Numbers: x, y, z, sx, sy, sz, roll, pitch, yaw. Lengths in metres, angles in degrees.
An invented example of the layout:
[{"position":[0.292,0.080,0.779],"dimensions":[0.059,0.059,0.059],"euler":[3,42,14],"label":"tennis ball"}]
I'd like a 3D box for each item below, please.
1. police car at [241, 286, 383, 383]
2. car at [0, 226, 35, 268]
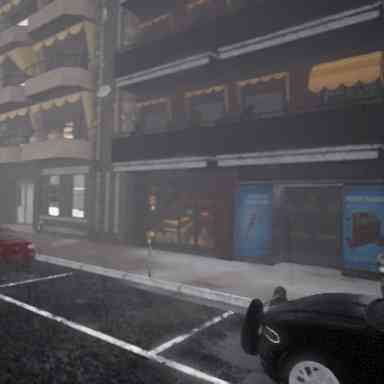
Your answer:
[{"position":[3.039,1.614,3.332],"dimensions":[5.238,1.638,1.930],"euler":[0,-2,36],"label":"police car"},{"position":[-6.725,1.753,10.797],"dimensions":[4.206,1.307,1.802],"euler":[0,-2,36],"label":"car"}]
